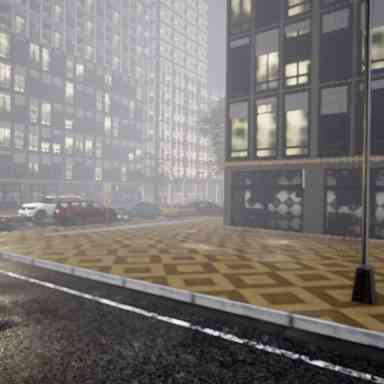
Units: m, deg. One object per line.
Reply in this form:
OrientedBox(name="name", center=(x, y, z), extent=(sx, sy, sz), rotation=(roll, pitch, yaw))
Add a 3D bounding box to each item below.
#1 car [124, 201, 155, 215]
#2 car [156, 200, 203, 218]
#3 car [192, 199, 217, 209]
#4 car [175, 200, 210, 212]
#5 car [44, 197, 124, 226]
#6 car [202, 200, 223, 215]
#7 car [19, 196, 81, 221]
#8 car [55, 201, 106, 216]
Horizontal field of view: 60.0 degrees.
OrientedBox(name="car", center=(-6.002, 1.758, 37.644), extent=(2.033, 1.411, 5.357), rotation=(1, 0, 36))
OrientedBox(name="car", center=(-1.211, 1.832, 34.397), extent=(1.752, 1.417, 4.829), rotation=(1, 0, 36))
OrientedBox(name="car", center=(2.007, 1.881, 52.838), extent=(1.947, 1.339, 4.313), rotation=(1, 0, 36))
OrientedBox(name="car", center=(0.162, 1.848, 45.969), extent=(2.033, 1.411, 5.357), rotation=(1, 0, 36))
OrientedBox(name="car", center=(-8.018, 1.521, 25.193), extent=(2.192, 1.841, 5.009), rotation=(1, 0, 36))
OrientedBox(name="car", center=(2.041, 1.936, 38.795), extent=(1.802, 1.307, 4.206), rotation=(1, 0, 36))
OrientedBox(name="car", center=(-12.150, 1.342, 29.327), extent=(2.150, 2.045, 5.566), rotation=(1, 0, 37))
OrientedBox(name="car", center=(-11.506, 1.644, 34.571), extent=(1.752, 1.417, 4.829), rotation=(1, 0, 36))
